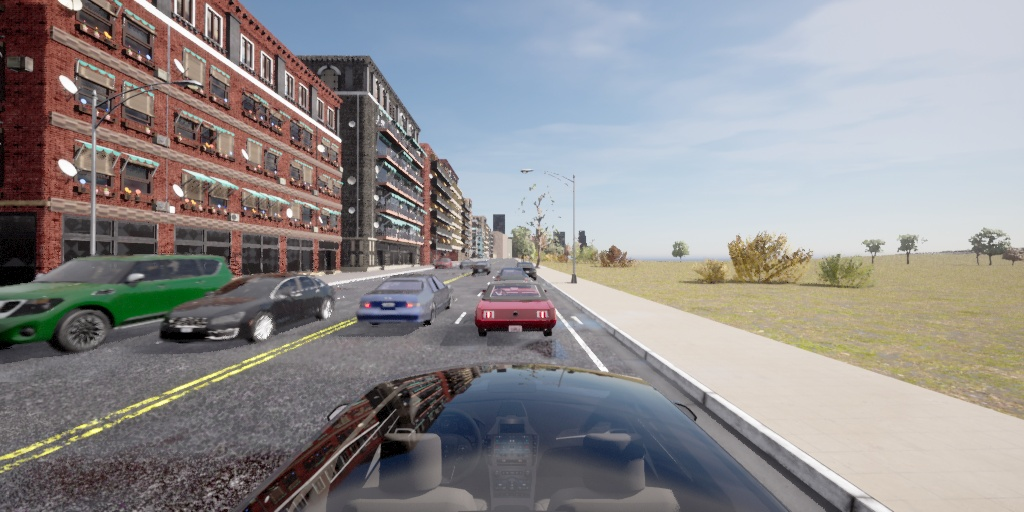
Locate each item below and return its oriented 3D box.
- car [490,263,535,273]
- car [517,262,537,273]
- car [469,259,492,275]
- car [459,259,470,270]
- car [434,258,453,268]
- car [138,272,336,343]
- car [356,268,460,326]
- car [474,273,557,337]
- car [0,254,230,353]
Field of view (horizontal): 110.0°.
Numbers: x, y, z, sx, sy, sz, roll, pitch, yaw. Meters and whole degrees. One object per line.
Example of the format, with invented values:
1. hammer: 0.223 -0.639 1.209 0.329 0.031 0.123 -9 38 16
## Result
1. car: 0.039 1.317 20.331 1.994 1.385 4.181 0 0 0
2. car: 1.056 1.259 30.325 1.837 1.490 4.892 0 0 0
3. car: -3.257 1.279 39.233 1.812 1.442 4.674 0 0 0
4. car: -6.740 1.244 53.349 2.128 1.511 4.902 0 0 0
5. car: -9.987 1.104 52.549 2.097 1.767 4.553 0 0 0
6. car: -6.624 1.256 9.715 1.837 1.490 4.892 0 0 0
7. car: -3.181 1.299 11.699 2.033 1.411 5.357 0 0 0
8. car: 0.076 1.352 10.301 1.895 1.301 4.718 0 0 0
9. car: -9.872 0.973 9.169 2.150 2.045 5.566 0 0 0
